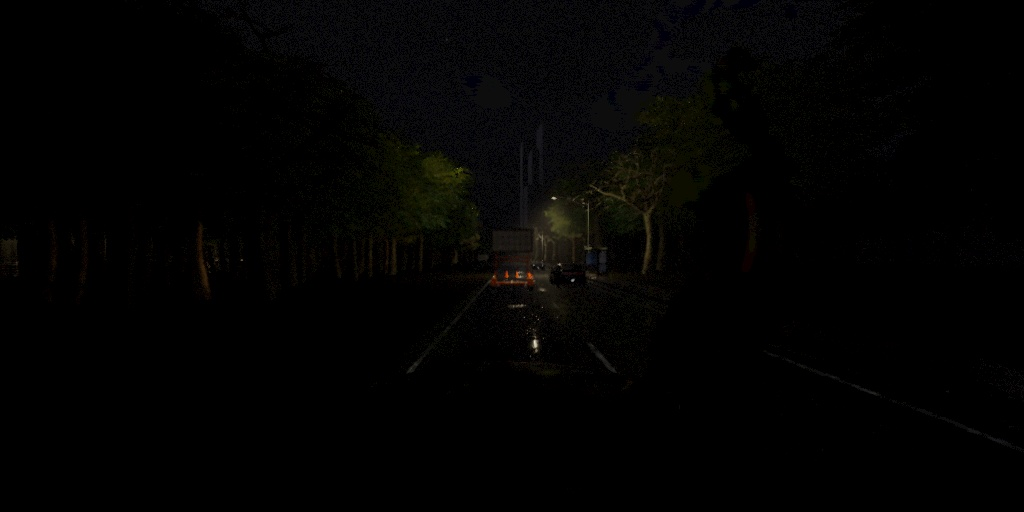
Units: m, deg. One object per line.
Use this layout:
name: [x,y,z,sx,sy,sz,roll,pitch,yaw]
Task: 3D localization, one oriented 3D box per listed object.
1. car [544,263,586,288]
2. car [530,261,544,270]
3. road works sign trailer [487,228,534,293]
car: [3.599,1.222,23.610,2.128,1.511,4.902,0,0,0]
car: [3.598,1.330,51.566,1.895,1.301,4.718,0,0,0]
road works sign trailer: [-0.001,0.196,20.429,2.380,3.560,2.880,0,0,0]
